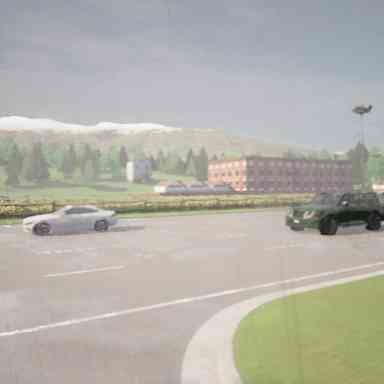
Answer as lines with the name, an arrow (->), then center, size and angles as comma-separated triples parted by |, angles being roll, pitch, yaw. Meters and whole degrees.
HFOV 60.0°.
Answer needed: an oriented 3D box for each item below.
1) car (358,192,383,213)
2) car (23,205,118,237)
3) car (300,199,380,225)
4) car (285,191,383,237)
car -> 17.591, 0.881, 30.364 | 4.553, 1.767, 2.097 | -1, 1, -28
car -> -6.254, 1.410, 17.416 | 4.674, 1.442, 1.812 | -1, 1, -29
car -> 9.944, 1.229, 22.239 | 5.357, 1.411, 2.033 | -1, 1, -29
car -> 7.304, 0.982, 16.818 | 5.566, 2.045, 2.150 | -1, 1, -29
